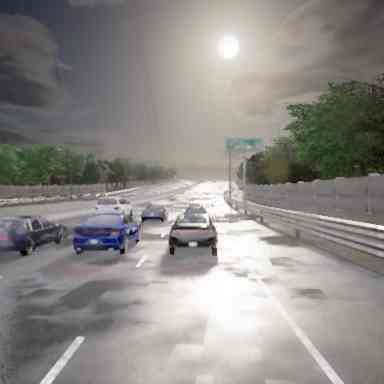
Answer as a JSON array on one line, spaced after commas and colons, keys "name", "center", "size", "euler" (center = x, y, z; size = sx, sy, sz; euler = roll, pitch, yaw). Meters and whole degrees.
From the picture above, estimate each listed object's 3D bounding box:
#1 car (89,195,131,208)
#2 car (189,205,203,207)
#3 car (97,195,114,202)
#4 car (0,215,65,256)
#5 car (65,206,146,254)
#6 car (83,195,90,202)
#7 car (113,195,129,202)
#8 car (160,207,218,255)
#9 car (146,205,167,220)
[{"name": "car", "center": [-6.686, 1.449, 28.706], "size": [2.150, 2.045, 5.566], "euler": [0, 0, 1]}, {"name": "car", "center": [0.327, 1.800, 28.847], "size": [1.994, 1.385, 4.181], "euler": [0, 0, 2]}, {"name": "car", "center": [-18.859, 1.409, 72.831], "size": [2.128, 1.511, 4.902], "euler": [0, 1, 3]}, {"name": "car", "center": [-6.938, 1.674, 13.763], "size": [2.033, 1.411, 5.357], "euler": [0, 0, 1]}, {"name": "car", "center": [-3.425, 1.610, 14.223], "size": [1.882, 1.535, 5.008], "euler": [0, 0, 1]}, {"name": "car", "center": [-22.352, 1.381, 73.062], "size": [1.837, 1.490, 4.892], "euler": [0, 1, 3]}, {"name": "car", "center": [-15.367, 1.426, 72.600], "size": [2.033, 1.411, 5.357], "euler": [0, 1, 3]}, {"name": "car", "center": [0.069, 1.624, 13.997], "size": [2.128, 1.511, 4.902], "euler": [0, 0, 1]}, {"name": "car", "center": [-3.175, 1.799, 28.903], "size": [1.994, 1.385, 4.181], "euler": [0, 0, 2]}]
